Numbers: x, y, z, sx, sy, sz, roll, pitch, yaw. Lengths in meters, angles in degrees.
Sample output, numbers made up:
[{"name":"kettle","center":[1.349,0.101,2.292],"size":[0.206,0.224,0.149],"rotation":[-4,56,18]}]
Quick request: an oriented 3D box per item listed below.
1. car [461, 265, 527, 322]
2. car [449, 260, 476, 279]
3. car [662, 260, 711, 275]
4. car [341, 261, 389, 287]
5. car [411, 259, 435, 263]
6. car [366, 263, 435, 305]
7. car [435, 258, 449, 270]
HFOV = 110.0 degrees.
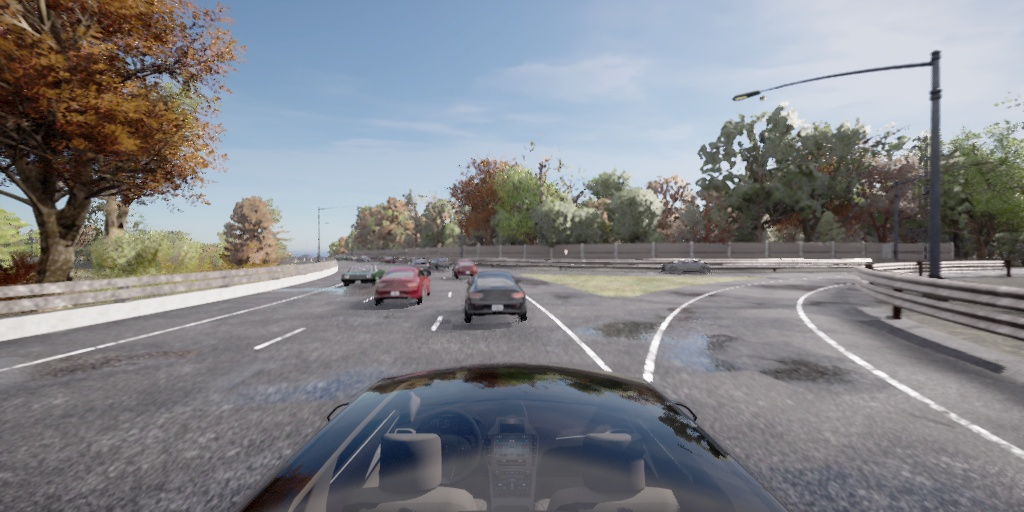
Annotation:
[{"name":"car","center":[-0.627,1.204,11.905],"size":[1.812,1.442,4.674],"rotation":[0,0,-6]},{"name":"car","center":[-3.946,1.083,29.930],"size":[1.812,1.442,4.674],"rotation":[0,0,-13]},{"name":"car","center":[16.504,1.034,34.132],"size":[4.181,1.385,1.994],"rotation":[0,0,13]},{"name":"car","center":[-9.450,1.222,23.183],"size":[1.895,1.301,4.718],"rotation":[0,0,-11]},{"name":"car","center":[-9.198,1.023,35.565],"size":[2.128,1.511,4.902],"rotation":[0,0,-19]},{"name":"car","center":[-4.570,1.190,15.407],"size":[1.812,1.442,4.674],"rotation":[0,0,-7]},{"name":"car","center":[-8.988,0.956,44.800],"size":[2.128,1.511,4.902],"rotation":[0,0,-23]}]
